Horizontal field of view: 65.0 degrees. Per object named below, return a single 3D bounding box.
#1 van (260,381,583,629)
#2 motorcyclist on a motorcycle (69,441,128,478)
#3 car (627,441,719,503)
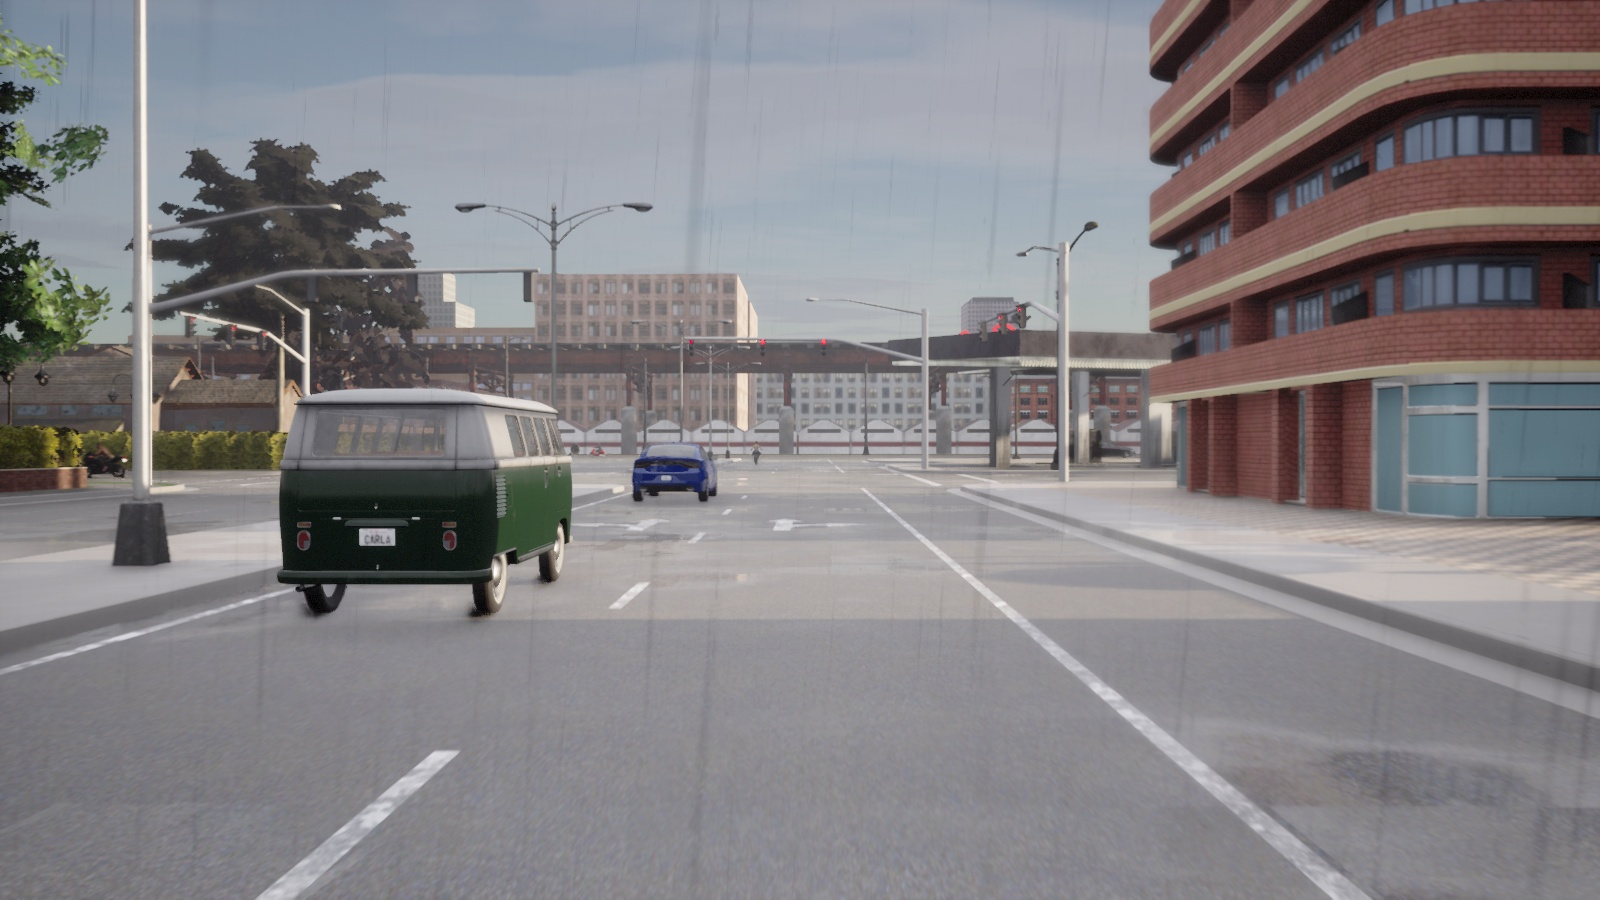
[{"bbox_3d":[-3.413,0.426,12.267,1.775,1.987,4.442,0,0,1],"label":"van"},{"bbox_3d":[-29.634,0.402,53.095,2.044,1.523,0.797,0,0,0],"label":"motorcyclist on a motorcycle"},{"bbox_3d":[-3.276,0.532,33.308,1.882,1.535,5.008,0,0,1],"label":"car"}]
